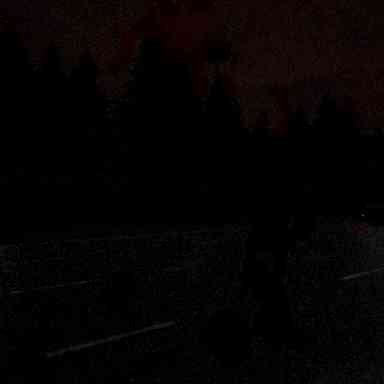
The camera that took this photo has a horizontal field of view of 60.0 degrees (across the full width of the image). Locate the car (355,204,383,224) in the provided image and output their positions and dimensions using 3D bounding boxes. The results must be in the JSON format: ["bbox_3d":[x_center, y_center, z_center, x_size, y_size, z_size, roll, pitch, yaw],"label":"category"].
[{"bbox_3d":[15.565,1.731,27.736,5.008,1.535,1.882,0,0,-35],"label":"car"}]
